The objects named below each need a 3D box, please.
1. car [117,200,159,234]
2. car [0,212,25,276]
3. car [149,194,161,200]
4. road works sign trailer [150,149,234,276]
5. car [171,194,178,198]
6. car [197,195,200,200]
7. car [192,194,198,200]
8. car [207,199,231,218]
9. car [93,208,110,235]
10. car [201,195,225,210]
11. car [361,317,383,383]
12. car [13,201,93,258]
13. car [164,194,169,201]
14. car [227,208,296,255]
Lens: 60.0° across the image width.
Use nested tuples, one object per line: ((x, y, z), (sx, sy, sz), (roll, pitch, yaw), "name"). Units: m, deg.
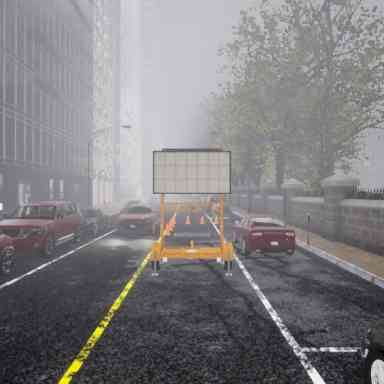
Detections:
((-3.029, 1.464, 19.421), (1.882, 1.535, 5.008), (0, 0, 0), "car")
((-5.834, 1.439, 7.445), (1.967, 1.590, 4.097), (0, 0, 0), "car")
((-6.623, 1.457, 57.551), (1.802, 1.307, 4.206), (0, 0, -2), "car")
((-0.002, 0.461, 10.340), (2.380, 3.560, 2.880), (0, 0, 0), "road works sign trailer")
((-4.660, 1.137, 90.279), (1.812, 1.442, 4.674), (0, 0, -2), "car")
((2.201, 1.465, 46.399), (2.008, 1.369, 4.403), (0, 0, -2), "car")
((1.169, 1.330, 85.304), (2.008, 1.369, 4.403), (0, 0, -2), "car")
((2.616, 1.548, 29.717), (1.802, 1.307, 4.206), (0, 0, -1), "car")
((-5.835, 1.553, 18.565), (1.947, 1.339, 4.313), (0, 0, 0), "car")
((2.497, 1.266, 35.282), (2.192, 1.841, 5.009), (0, 0, -2), "car")
((2.692, 1.551, 1.938), (2.008, 1.369, 4.403), (0, 0, 0), "car")
((-5.834, 1.310, 13.003), (2.192, 1.841, 5.009), (0, 0, 0), "car")
((-7.211, 1.112, 79.782), (2.192, 1.841, 5.009), (0, 0, -2), "car")
((2.691, 1.540, 13.060), (1.887, 1.381, 4.507), (0, 0, 0), "car")
